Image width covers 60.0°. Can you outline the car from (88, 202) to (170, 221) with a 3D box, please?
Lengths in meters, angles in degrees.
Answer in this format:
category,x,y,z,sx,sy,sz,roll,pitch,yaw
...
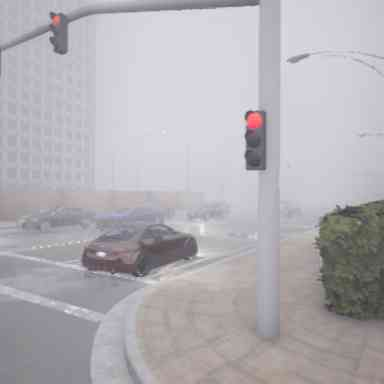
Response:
category,x,y,z,sx,sy,sz,roll,pitch,yaw
car,-3.840,1.600,21.171,1.882,1.535,5.008,0,0,34

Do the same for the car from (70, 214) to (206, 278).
category,x,y,z,sx,sy,sz,roll,pitch,yaw
car,-1.476,1.657,10.704,1.994,1.385,4.181,0,0,29

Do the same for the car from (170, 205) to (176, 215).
category,x,y,z,sx,sy,sz,roll,pitch,yaw
car,-3.287,1.649,28.366,2.128,1.511,4.902,0,0,32

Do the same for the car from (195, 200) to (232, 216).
category,x,y,z,sx,sy,sz,roll,pitch,yaw
car,2.500,1.737,37.016,1.837,1.490,4.892,0,0,34

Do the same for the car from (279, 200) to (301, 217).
category,x,y,z,sx,sy,sz,roll,pitch,yaw
car,10.008,1.624,35.416,2.097,1.767,4.553,0,0,33

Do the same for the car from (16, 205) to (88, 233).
category,x,y,z,sx,sy,sz,roll,pitch,yaw
car,-8.312,1.584,20.755,2.128,1.511,4.902,0,0,33

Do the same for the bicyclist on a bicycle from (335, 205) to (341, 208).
category,x,y,z,sx,sy,sz,roll,pitch,yaw
bicyclist on a bicycle,7.419,1.475,16.476,1.656,1.620,0.582,0,0,33

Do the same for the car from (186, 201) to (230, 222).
category,x,y,z,sx,sy,sz,roll,pitch,yaw
car,1.375,1.695,29.037,1.837,1.490,4.892,0,0,34
